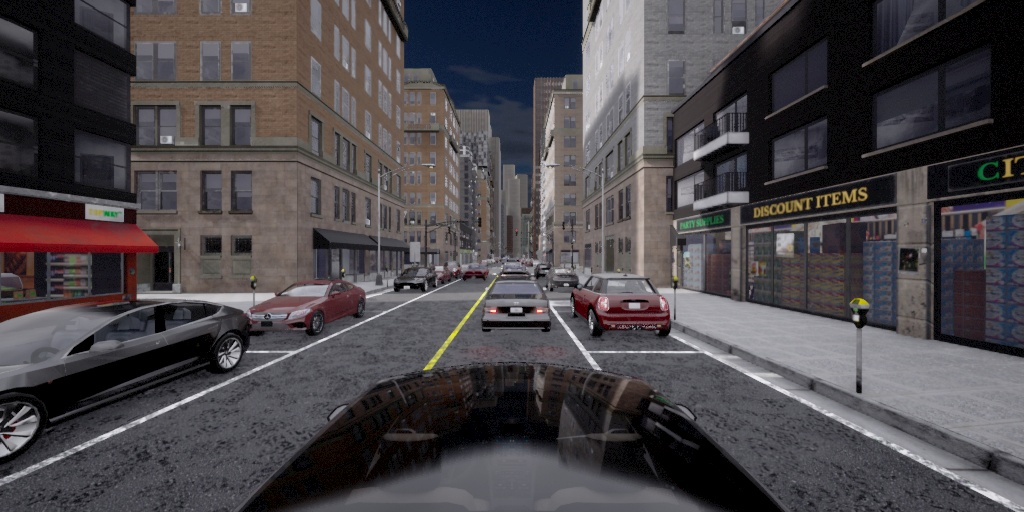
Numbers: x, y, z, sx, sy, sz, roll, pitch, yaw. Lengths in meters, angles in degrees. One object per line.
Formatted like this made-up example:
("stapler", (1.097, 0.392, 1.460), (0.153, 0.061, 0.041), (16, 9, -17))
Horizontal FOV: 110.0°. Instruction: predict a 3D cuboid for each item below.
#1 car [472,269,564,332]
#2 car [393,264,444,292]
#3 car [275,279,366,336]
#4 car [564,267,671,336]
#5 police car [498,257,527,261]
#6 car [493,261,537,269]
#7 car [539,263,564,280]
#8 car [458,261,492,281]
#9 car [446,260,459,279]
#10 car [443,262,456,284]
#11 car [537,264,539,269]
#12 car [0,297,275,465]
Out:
("car", (0.119, 1.297, 10.811), (2.033, 1.411, 5.357), (0, 0, 0))
("car", (-5.618, 1.316, 21.363), (1.948, 1.339, 4.313), (0, 0, 0))
("car", (-5.648, 1.331, 10.361), (1.802, 1.307, 4.207), (0, 0, 0))
("car", (2.878, 1.189, 10.337), (1.967, 1.591, 4.097), (0, 0, 0))
("police car", (0.076, 1.177, 31.353), (1.930, 1.638, 5.238), (0, 0, 0))
("car", (0.149, 1.242, 21.334), (2.128, 1.511, 4.902), (0, 0, 0))
("car", (2.907, 1.301, 21.340), (2.007, 1.370, 4.403), (0, 0, 0))
("car", (-2.958, 1.353, 29.916), (1.895, 1.301, 4.718), (0, 0, 1))
("car", (-5.588, 1.192, 32.366), (1.967, 1.591, 4.097), (0, 0, 0))
("car", (-5.604, 1.333, 26.864), (1.802, 1.307, 4.207), (0, 0, 0))
("car", (2.937, 1.318, 32.342), (1.948, 1.339, 4.313), (0, 0, 0))
("car", (-5.663, 1.315, 4.859), (1.948, 1.339, 4.313), (0, 0, 0))
